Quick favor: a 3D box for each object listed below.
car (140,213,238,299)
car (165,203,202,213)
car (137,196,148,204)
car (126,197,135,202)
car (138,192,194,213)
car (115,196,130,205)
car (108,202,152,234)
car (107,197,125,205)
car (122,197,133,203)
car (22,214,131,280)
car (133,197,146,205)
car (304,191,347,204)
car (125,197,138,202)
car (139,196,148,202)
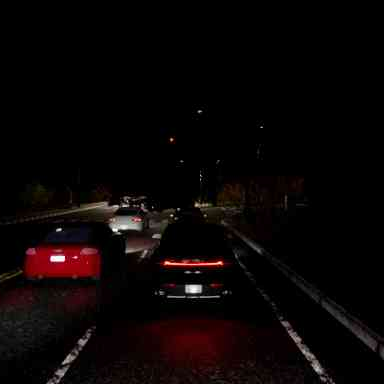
[{"bbox_3d":[0.013,1.509,8.446,1.837,1.490,4.892,0,0,0],"label":"car"},{"bbox_3d":[-0.179,1.561,17.853,2.033,1.411,5.357,0,0,-2],"label":"car"},{"bbox_3d":[-10.556,1.684,71.054,2.128,1.511,4.902,0,0,-6],"label":"car"},{"bbox_3d":[-15.171,1.806,81.953,1.895,1.301,4.718,0,0,-8],"label":"car"},{"bbox_3d":[-2.370,1.071,34.829,5.566,2.045,2.150,-2,-1,-35],"label":"car"},{"bbox_3d":[-12.928,1.615,61.982,2.128,1.511,4.902,0,0,-5],"label":"car"},{"bbox_3d":[-3.479,1.540,18.722,1.812,1.442,4.674,0,0,-3],"label":"car"},{"bbox_3d":[-12.128,1.615,52.893,1.812,1.442,4.674,0,0,-5],"label":"car"},{"bbox_3d":[-13.901,1.714,71.708,1.994,1.385,4.181,0,0,-7],"label":"car"},{"bbox_3d":[-3.259,1.570,9.978,1.994,1.385,4.181,0,0,-1],"label":"car"},{"bbox_3d":[-9.588,1.684,61.081,1.994,1.385,4.181,0,0,-5],"label":"car"},{"bbox_3d":[15.404,0.593,38.455,4.674,1.442,1.812,-3,0,-2],"label":"car"},{"bbox_3d":[-8.811,1.579,52.228,2.128,1.511,4.902,0,0,-5],"label":"car"},{"bbox_3d":[-11.796,1.732,81.193,2.128,1.511,4.902,0,0,-7],"label":"car"}]
